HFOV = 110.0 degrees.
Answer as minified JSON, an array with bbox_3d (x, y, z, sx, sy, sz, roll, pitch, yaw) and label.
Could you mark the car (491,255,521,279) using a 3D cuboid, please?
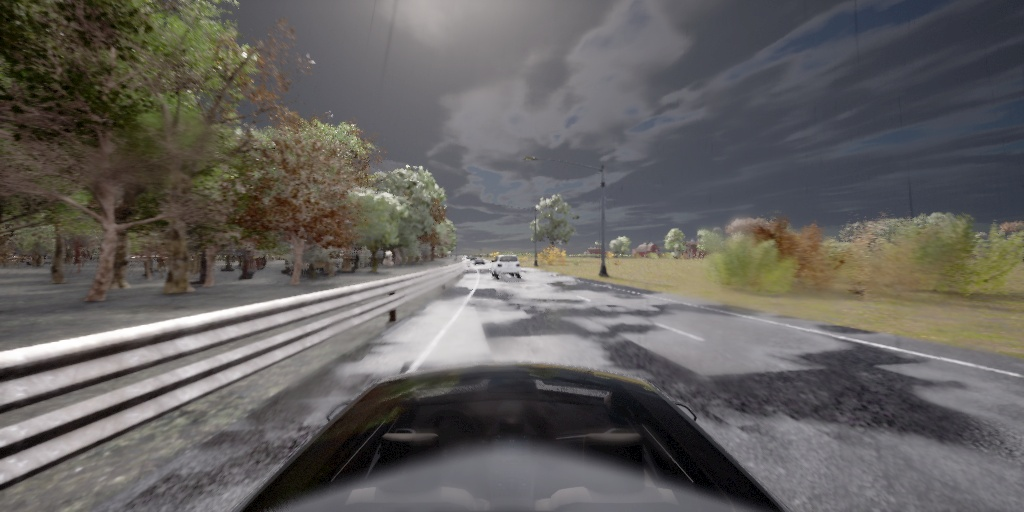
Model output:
[{"bbox_3d":[-0.601,0.923,31.988,2.150,2.045,5.566,0,0,-8],"label":"car"}]
